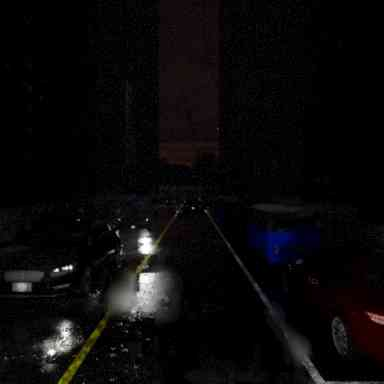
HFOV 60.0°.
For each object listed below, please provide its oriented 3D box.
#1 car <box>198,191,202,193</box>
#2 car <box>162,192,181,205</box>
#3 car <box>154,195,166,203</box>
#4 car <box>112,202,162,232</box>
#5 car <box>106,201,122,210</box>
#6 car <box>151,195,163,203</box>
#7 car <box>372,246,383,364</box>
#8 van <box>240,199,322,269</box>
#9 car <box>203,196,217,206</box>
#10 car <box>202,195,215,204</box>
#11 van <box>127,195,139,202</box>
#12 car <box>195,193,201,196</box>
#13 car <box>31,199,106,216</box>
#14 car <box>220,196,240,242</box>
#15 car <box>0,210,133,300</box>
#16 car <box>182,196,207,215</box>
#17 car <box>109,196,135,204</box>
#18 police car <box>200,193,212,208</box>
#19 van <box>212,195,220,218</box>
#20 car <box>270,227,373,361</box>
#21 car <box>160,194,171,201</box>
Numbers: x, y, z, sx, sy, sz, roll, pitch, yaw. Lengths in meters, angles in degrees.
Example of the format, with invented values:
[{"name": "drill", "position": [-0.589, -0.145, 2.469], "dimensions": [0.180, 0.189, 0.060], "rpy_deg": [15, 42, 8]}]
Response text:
[{"name": "car", "position": [2.745, 1.138, 72.195], "dimensions": [1.752, 1.417, 4.829], "rpy_deg": [-1, 0, 0]}, {"name": "car", "position": [-3.082, 1.242, 51.614], "dimensions": [1.837, 1.490, 4.892], "rpy_deg": [0, 1, 0]}, {"name": "car", "position": [-5.779, 1.266, 61.095], "dimensions": [1.802, 1.307, 4.206], "rpy_deg": [-1, 0, 0]}, {"name": "car", "position": [-3.063, 1.506, 19.582], "dimensions": [1.895, 1.301, 4.718], "rpy_deg": [0, 0, 0]}, {"name": "car", "position": [-5.775, 1.449, 19.860], "dimensions": [1.887, 1.381, 4.507], "rpy_deg": [-1, 0, 0]}, {"name": "car", "position": [-5.779, 1.261, 55.717], "dimensions": [1.887, 1.381, 4.507], "rpy_deg": [-1, 0, 0]}, {"name": "car", "position": [2.758, 1.312, 0.505], "dimensions": [2.192, 1.841, 5.009], "rpy_deg": [-1, 0, 0]}, {"name": "van", "position": [2.768, 1.289, 10.680], "dimensions": [1.690, 1.788, 3.998], "rpy_deg": [-1, 0, 0]}, {"name": "car", "position": [2.748, 1.307, 51.214], "dimensions": [1.947, 1.339, 4.313], "rpy_deg": [-1, 0, 0]}, {"name": "car", "position": [2.747, 1.277, 56.418], "dimensions": [1.947, 1.339, 4.313], "rpy_deg": [-1, 0, 0]}, {"name": "van", "position": [-5.778, 1.196, 29.631], "dimensions": [1.690, 1.788, 3.998], "rpy_deg": [-1, 0, 0]}, {"name": "car", "position": [0.096, 1.282, 44.959], "dimensions": [1.837, 1.490, 4.892], "rpy_deg": [0, 1, 0]}, {"name": "car", "position": [-5.777, 1.243, 14.972], "dimensions": [2.192, 1.841, 5.009], "rpy_deg": [-1, 0, 0]}, {"name": "car", "position": [2.774, 1.238, 15.767], "dimensions": [2.192, 1.841, 5.009], "rpy_deg": [-1, 0, 0]}, {"name": "car", "position": [-3.095, 1.450, 8.497], "dimensions": [2.128, 1.511, 4.902], "rpy_deg": [0, 0, 0]}, {"name": "car", "position": [0.097, 1.407, 31.946], "dimensions": [1.994, 1.385, 4.181], "rpy_deg": [0, 0, 0]}, {"name": "car", "position": [-5.777, 1.320, 24.745], "dimensions": [1.967, 1.590, 4.097], "rpy_deg": [-1, 0, 0]}, {"name": "police car", "position": [2.362, 1.227, 39.831], "dimensions": [1.930, 1.638, 5.238], "rpy_deg": [0, 0, 0]}, {"name": "van", "position": [2.784, 1.214, 25.943], "dimensions": [1.690, 1.788, 3.998], "rpy_deg": [-1, 0, 0]}, {"name": "car", "position": [2.767, 1.555, 5.594], "dimensions": [1.802, 1.307, 4.206], "rpy_deg": [-1, 0, 0]}, {"name": "car", "position": [-5.780, 1.167, 71.850], "dimensions": [2.008, 1.369, 4.403], "rpy_deg": [-1, 0, 0]}]
